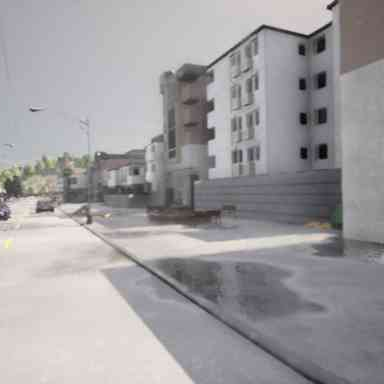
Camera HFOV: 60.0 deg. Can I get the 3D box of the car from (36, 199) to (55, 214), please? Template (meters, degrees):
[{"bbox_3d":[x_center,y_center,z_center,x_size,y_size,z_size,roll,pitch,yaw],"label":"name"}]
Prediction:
[{"bbox_3d":[-17.773,1.817,40.331,1.994,1.385,4.181,-1,0,-24],"label":"car"}]

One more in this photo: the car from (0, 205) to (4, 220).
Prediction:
[{"bbox_3d":[-13.094,1.772,20.421,1.994,1.385,4.181,-1,0,-25],"label":"car"}]

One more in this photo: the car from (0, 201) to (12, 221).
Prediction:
[{"bbox_3d":[-17.387,1.623,29.638,2.097,1.767,4.553,-1,0,-25],"label":"car"}]

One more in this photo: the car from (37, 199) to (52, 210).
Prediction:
[{"bbox_3d":[-21.972,1.792,49.322,1.882,1.535,5.008,-1,0,-25],"label":"car"}]
